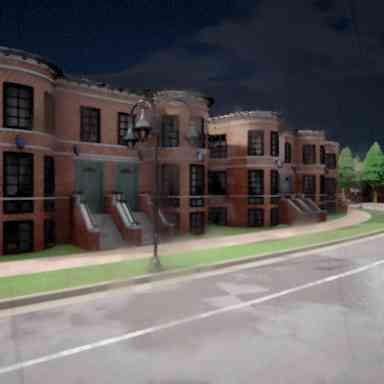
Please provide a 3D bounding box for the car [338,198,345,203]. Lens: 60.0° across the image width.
[{"bbox_3d":[25.701,1.601,60.642,2.128,1.511,4.902,0,0,-13],"label":"car"}]
